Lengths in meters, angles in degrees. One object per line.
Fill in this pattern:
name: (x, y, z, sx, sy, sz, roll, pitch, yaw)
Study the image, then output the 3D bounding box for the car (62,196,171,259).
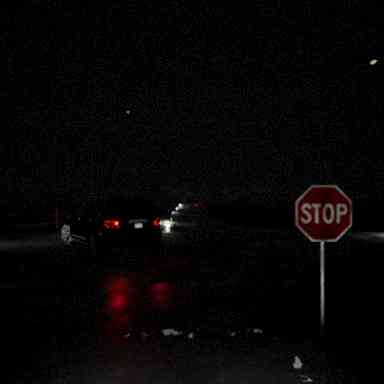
car: (-3.278, 1.188, 12.870, 2.150, 2.045, 5.566, 0, 0, -35)

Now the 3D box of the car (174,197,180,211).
car: (-2.860, 1.510, 39.444, 2.033, 1.411, 5.357, 0, 0, 0)

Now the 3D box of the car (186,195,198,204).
car: (-0.005, 1.293, 61.473, 2.097, 1.767, 4.553, 0, 0, 0)

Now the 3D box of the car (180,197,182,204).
car: (-2.853, 1.502, 49.764, 2.033, 1.411, 5.357, 0, 0, 0)

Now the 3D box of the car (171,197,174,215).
car: (-2.814, 1.447, 29.634, 1.882, 1.535, 5.008, 0, 0, -2)

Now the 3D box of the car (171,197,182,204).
car: (-2.832, 1.542, 61.258, 1.895, 1.301, 4.718, 0, 0, 0)
